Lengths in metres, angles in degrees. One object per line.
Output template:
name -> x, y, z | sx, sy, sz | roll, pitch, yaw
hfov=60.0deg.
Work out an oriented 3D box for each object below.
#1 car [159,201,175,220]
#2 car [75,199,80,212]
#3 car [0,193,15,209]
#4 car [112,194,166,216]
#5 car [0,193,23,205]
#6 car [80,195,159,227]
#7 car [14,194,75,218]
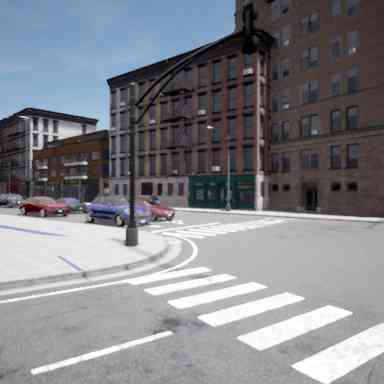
car -> -3.357, 1.268, 23.858 | 4.674, 1.442, 1.812 | 1, 0, 38
car -> -11.137, 1.202, 29.937 | 4.181, 1.385, 1.994 | 1, 0, 39
car -> -20.099, 1.020, 37.280 | 4.902, 1.511, 2.128 | 1, 0, 40
car -> -4.694, 1.063, 29.211 | 4.553, 1.767, 2.097 | 1, 0, 38
car -> -25.648, 0.934, 46.546 | 5.008, 1.535, 1.882 | 1, 0, 41
car -> -4.566, 1.090, 20.609 | 4.553, 1.767, 2.097 | 1, 0, 39
car -> -11.723, 1.119, 26.246 | 5.008, 1.535, 1.882 | 1, 0, 39
